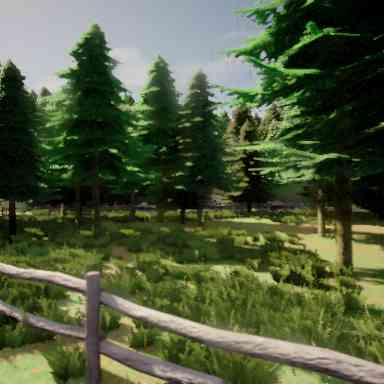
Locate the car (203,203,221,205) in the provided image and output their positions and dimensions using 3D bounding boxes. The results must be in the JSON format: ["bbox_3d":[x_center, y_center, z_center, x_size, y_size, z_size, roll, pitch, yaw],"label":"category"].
[{"bbox_3d":[1.522,1.809,44.692,4.892,1.490,1.837,0,0,-4],"label":"car"}]

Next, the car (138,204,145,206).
[{"bbox_3d":[-4.151,1.835,40.819,4.892,1.490,1.837,-1,0,-8],"label":"car"}]

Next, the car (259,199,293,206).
[{"bbox_3d":[10.476,1.707,41.563,4.892,1.490,1.837,-1,0,4],"label":"car"}]
